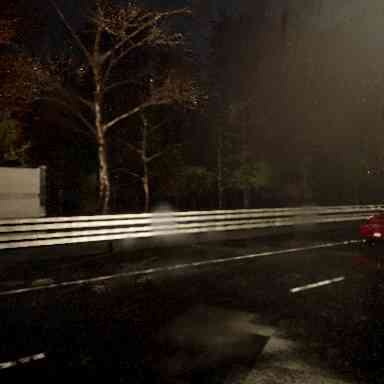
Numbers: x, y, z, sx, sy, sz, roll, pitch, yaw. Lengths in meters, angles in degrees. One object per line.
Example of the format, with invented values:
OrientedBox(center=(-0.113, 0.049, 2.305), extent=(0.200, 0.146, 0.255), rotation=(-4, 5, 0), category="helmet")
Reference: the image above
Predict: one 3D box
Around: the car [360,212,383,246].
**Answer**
OrientedBox(center=(9.076, 1.457, 13.837), extent=(5.008, 1.535, 1.882), rotation=(0, 0, -32), category="car")
